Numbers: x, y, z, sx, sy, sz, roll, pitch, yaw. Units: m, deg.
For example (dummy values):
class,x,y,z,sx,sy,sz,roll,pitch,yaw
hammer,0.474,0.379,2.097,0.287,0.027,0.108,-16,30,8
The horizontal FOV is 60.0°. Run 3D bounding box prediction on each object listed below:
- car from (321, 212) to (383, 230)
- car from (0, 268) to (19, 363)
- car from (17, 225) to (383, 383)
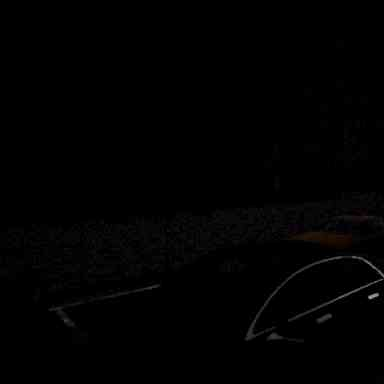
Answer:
class,x,y,z,sx,sy,sz,roll,pitch,yaw
car,4.775,1.306,10.096,4.829,1.417,1.752,-2,1,-36
car,-4.064,1.571,3.755,4.507,1.381,1.887,-2,1,-36
car,0.831,1.439,3.979,4.892,1.490,1.837,-2,1,-36
